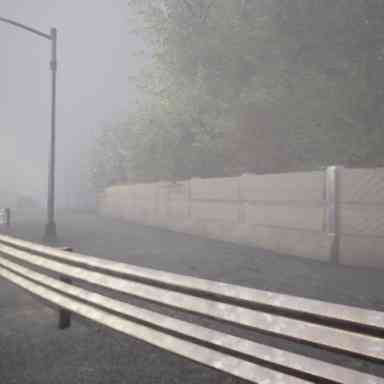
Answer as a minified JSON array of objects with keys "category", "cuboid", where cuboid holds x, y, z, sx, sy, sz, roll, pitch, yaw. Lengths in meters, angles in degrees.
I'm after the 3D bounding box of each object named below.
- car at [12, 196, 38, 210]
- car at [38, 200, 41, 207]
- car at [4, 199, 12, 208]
[{"category":"car","cuboid":[-25.896,1.700,51.810,2.150,2.045,5.566,1,-1,-19]},{"category":"car","cuboid":[-29.319,1.904,61.494,2.097,1.767,4.553,0,0,-19]},{"category":"car","cuboid":[-32.609,2.026,60.313,2.128,1.511,4.902,1,-1,-19]}]
